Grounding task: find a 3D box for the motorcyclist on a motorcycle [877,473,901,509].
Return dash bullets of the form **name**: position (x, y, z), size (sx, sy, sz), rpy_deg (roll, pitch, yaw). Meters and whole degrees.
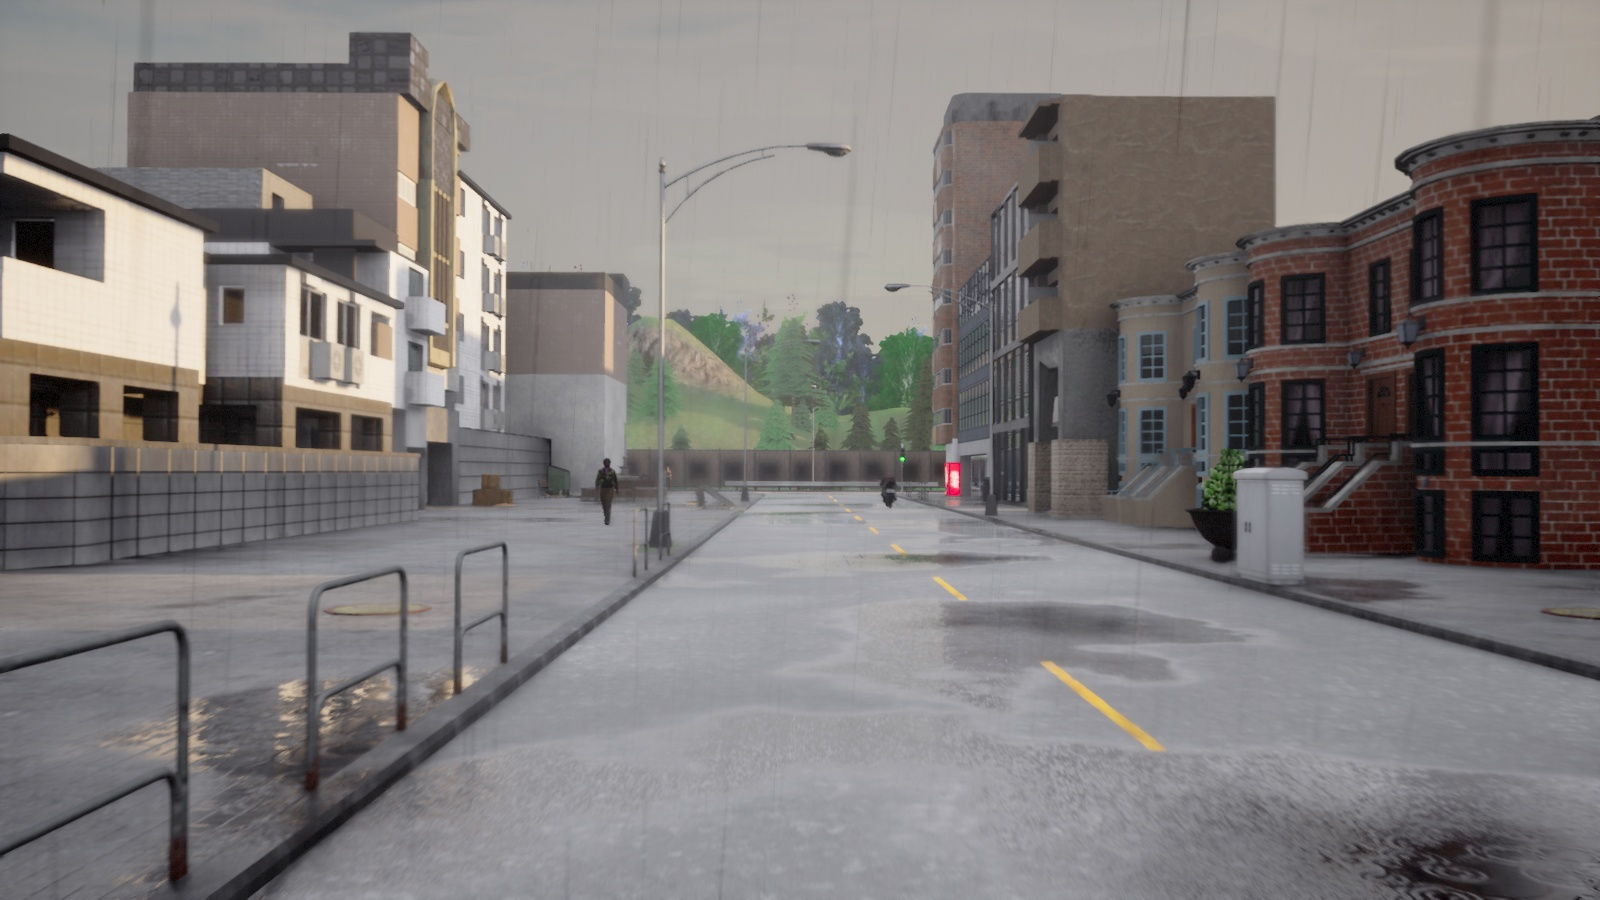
- **motorcyclist on a motorcycle**: position (3.866, 1.749, 54.622), size (0.866, 1.530, 2.191), rpy_deg (0, -1, 0)
